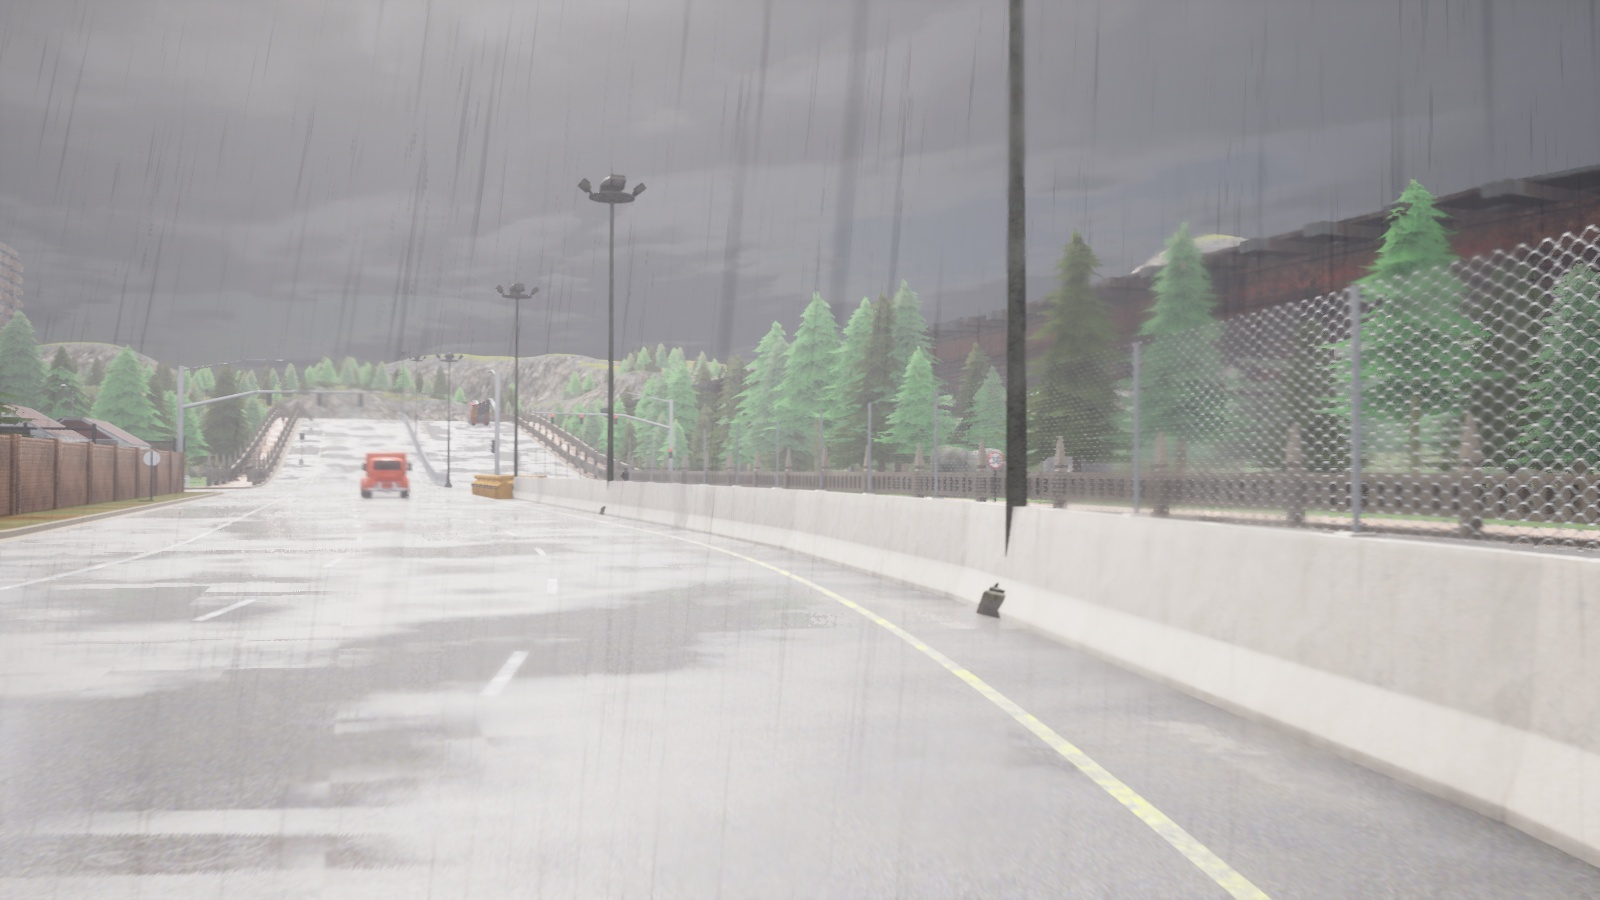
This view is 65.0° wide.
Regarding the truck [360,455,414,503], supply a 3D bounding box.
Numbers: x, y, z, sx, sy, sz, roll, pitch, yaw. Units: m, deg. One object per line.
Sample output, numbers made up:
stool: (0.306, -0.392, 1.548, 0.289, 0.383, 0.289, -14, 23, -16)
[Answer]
truck: (-22.378, 1.570, 67.943, 2.627, 2.467, 5.204, 0, -1, -20)
